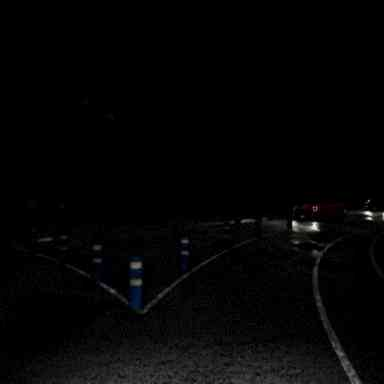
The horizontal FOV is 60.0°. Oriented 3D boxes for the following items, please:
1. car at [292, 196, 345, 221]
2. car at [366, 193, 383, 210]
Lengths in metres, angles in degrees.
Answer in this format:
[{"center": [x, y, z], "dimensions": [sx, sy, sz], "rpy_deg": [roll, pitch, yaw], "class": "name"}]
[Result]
[{"center": [9.581, 1.139, 25.089], "dimensions": [4.553, 1.767, 2.097], "rpy_deg": [-1, 1, -39], "class": "car"}, {"center": [18.940, 0.891, 32.630], "dimensions": [4.553, 1.767, 2.097], "rpy_deg": [-2, 1, -39], "class": "car"}]
